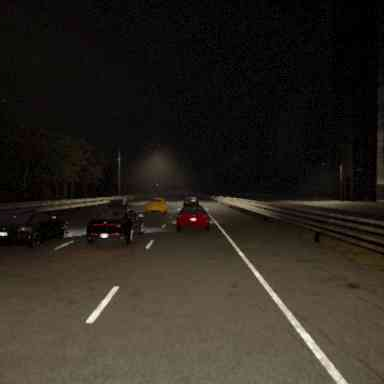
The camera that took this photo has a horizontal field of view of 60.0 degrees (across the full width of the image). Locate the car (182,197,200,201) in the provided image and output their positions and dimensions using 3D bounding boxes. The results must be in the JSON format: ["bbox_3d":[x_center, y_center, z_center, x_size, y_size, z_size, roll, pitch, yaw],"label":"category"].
[{"bbox_3d":[-0.126,1.383,39.247,2.128,1.511,4.902,0,0,-1],"label":"car"}]

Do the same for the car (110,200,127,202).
[{"bbox_3d":[-7.033,1.449,32.039,2.033,1.411,5.357,0,0,-1],"label":"car"}]

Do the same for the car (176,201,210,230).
[{"bbox_3d":[0.058,1.487,20.501,1.994,1.385,4.181,0,0,0],"label":"car"}]

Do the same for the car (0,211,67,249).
[{"bbox_3d":[-6.914,1.505,14.189,1.994,1.385,4.181,0,0,0],"label":"car"}]

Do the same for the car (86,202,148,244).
[{"bbox_3d":[-3.418,1.442,15.356,1.837,1.490,4.892,0,0,0],"label":"car"}]

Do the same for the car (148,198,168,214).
[{"bbox_3d":[-3.558,1.376,33.935,1.882,1.535,5.008,0,0,-1],"label":"car"}]
